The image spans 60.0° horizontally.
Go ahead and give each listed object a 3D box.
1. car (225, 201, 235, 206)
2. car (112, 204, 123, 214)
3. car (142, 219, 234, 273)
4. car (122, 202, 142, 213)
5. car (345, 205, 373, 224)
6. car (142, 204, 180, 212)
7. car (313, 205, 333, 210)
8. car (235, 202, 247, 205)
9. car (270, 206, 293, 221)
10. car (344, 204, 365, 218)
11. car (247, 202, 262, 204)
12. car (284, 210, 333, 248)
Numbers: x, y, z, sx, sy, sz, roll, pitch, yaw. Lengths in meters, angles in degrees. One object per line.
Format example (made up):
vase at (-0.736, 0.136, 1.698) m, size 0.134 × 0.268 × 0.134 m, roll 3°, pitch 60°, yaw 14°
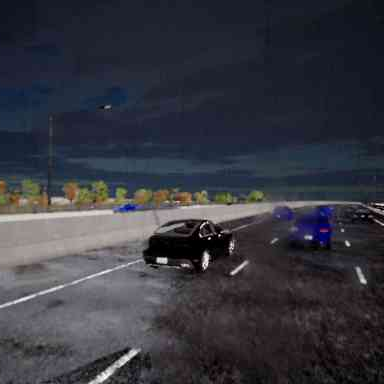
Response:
car at (9.174, 2.822, 77.305) m, size 1.895 × 1.301 × 4.718 m, roll 0°, pitch -1°, yaw 24°
car at (-7.431, 2.021, 39.522) m, size 1.882 × 1.535 × 5.008 m, roll 0°, pitch -1°, yaw 23°
car at (0.084, 1.683, 11.478) m, size 1.837 × 1.490 × 4.892 m, roll 0°, pitch -1°, yaw 22°
car at (-4.979, 2.064, 36.349) m, size 2.033 × 1.411 × 5.357 m, roll 0°, pitch -1°, yaw 23°
car at (15.892, 2.185, 31.331) m, size 2.033 × 1.411 × 5.357 m, roll 0°, pitch -1°, yaw 23°
car at (-2.498, 2.038, 33.221) m, size 2.033 × 1.411 × 5.357 m, roll 0°, pitch -1°, yaw 23°
car at (14.636, 2.198, 37.266) m, size 1.882 × 1.535 × 5.008 m, roll 0°, pitch -1°, yaw 23°
car at (11.680, 2.846, 74.345) m, size 1.895 × 1.301 × 4.718 m, roll 0°, pitch -1°, yaw 24°
car at (8.880, 2.117, 32.671) m, size 1.812 × 1.442 × 4.674 m, roll 0°, pitch -1°, yaw 23°
car at (19.941, 2.326, 41.014) m, size 2.128 × 1.511 × 4.902 m, roll 0°, pitch -1°, yaw 23°
car at (14.027, 2.820, 71.033) m, size 2.033 × 1.411 × 5.357 m, roll 0°, pitch -1°, yaw 24°
car at (5.901, 1.835, 16.446) m, size 1.812 × 1.442 × 4.674 m, roll 0°, pitch -1°, yaw 22°
